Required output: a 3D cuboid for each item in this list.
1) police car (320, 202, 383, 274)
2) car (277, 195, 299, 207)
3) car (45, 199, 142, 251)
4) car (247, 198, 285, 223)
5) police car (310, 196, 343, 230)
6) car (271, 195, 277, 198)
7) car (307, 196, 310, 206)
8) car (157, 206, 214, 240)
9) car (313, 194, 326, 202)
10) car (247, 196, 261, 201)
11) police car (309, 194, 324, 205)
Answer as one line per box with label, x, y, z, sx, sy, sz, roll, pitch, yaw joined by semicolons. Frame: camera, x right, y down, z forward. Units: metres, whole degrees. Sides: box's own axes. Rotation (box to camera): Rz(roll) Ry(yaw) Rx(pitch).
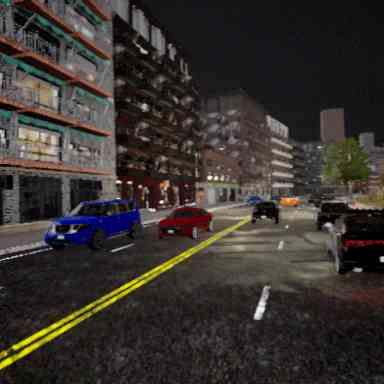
police car;5.168;1.305;9.982;1.930;1.638;5.238;-2;0;18
car;13.579;1.139;46.086;2.097;1.767;4.553;-2;0;22
car;-4.348;1.418;15.744;2.150;2.045;5.566;-2;0;18
car;5.541;1.430;24.404;1.837;1.490;4.892;-2;-1;19
police car;8.208;1.249;19.451;1.930;1.638;5.238;-2;0;18
car;14.348;1.332;56.764;1.837;1.490;4.892;-2;0;24
car;17.571;1.148;47.442;1.882;1.535;5.008;-2;0;23
car;-0.231;1.556;17.869;1.882;1.535;5.008;-2;0;18
car;23.698;1.092;61.850;1.837;1.490;4.892;-2;0;25
car;10.632;1.418;56.355;1.882;1.535;5.008;-2;0;24
police car;10.099;1.213;25.058;1.930;1.638;5.238;-2;0;19
